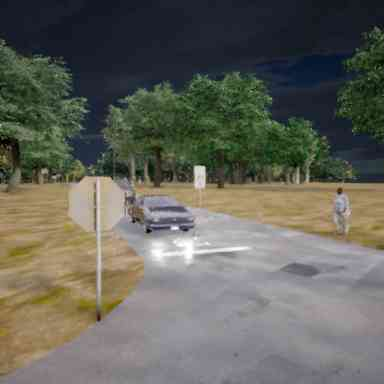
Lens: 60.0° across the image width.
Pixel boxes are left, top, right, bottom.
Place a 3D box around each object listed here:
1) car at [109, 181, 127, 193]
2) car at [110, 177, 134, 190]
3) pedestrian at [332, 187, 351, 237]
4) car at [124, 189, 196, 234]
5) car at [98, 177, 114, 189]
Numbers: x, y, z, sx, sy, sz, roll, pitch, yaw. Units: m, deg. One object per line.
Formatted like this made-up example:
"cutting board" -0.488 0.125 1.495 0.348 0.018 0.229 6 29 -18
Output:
"car" -10.325 -0.690 46.111 1.837 1.490 4.892 -1 3 -21
"car" -5.852 -0.035 25.784 2.150 2.045 5.566 0 3 -21
"pedestrian" 5.525 0.722 12.382 0.375 1.860 0.375 2 -1 -21
"car" -1.551 0.820 14.683 2.033 1.411 5.357 -1 3 -21
"car" -15.156 -1.576 58.537 2.150 2.045 5.566 -1 3 -21
